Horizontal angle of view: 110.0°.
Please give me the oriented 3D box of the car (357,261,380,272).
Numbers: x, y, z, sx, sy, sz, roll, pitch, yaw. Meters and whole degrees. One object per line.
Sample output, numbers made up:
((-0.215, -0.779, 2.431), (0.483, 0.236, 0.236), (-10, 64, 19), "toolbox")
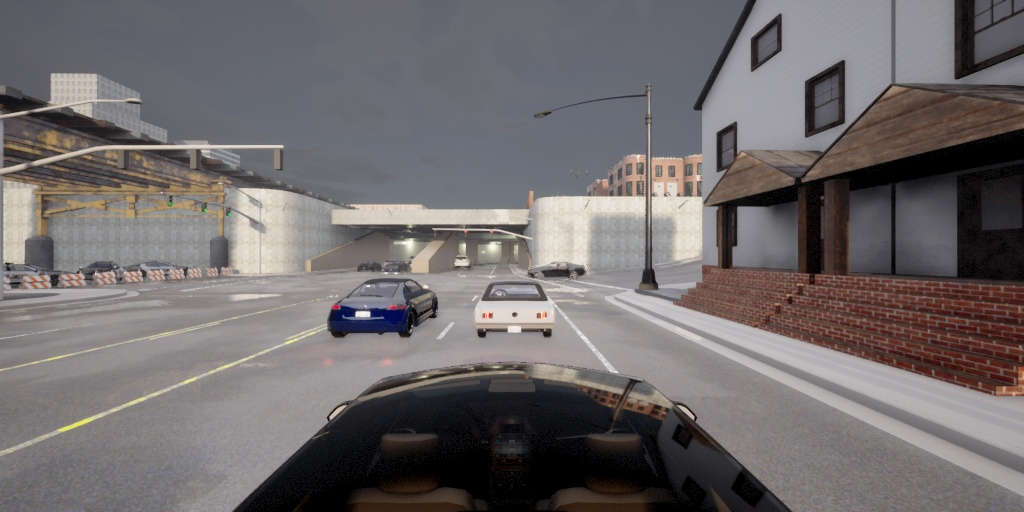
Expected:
((-18.345, 1.314, 46.268), (1.994, 1.385, 4.181), (0, 0, -1), "car")

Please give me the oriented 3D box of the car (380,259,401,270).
((-18.567, 1.276, 54.966), (1.812, 1.442, 4.674), (0, 0, -1), "car")

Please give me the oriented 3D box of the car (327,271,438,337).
((-3.432, 1.314, 10.284), (1.994, 1.385, 4.181), (0, 0, 0), "car")

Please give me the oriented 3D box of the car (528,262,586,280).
((3.786, 1.247, 30.448), (4.902, 1.511, 2.128), (-1, 0, 5), "car")

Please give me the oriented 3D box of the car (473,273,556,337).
((0.070, 1.351, 10.239), (1.895, 1.301, 4.718), (0, 0, 0), "car")

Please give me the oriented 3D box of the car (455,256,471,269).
((-7.966, 0.971, 58.310), (2.150, 2.045, 5.566), (0, 0, -1), "car")

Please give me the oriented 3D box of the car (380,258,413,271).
((-14.848, 1.297, 46.355), (2.033, 1.411, 5.357), (0, 0, -1), "car")

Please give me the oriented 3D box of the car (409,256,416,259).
((-15.092, 1.240, 55.957), (2.128, 1.511, 4.902), (0, 0, -1), "car")
